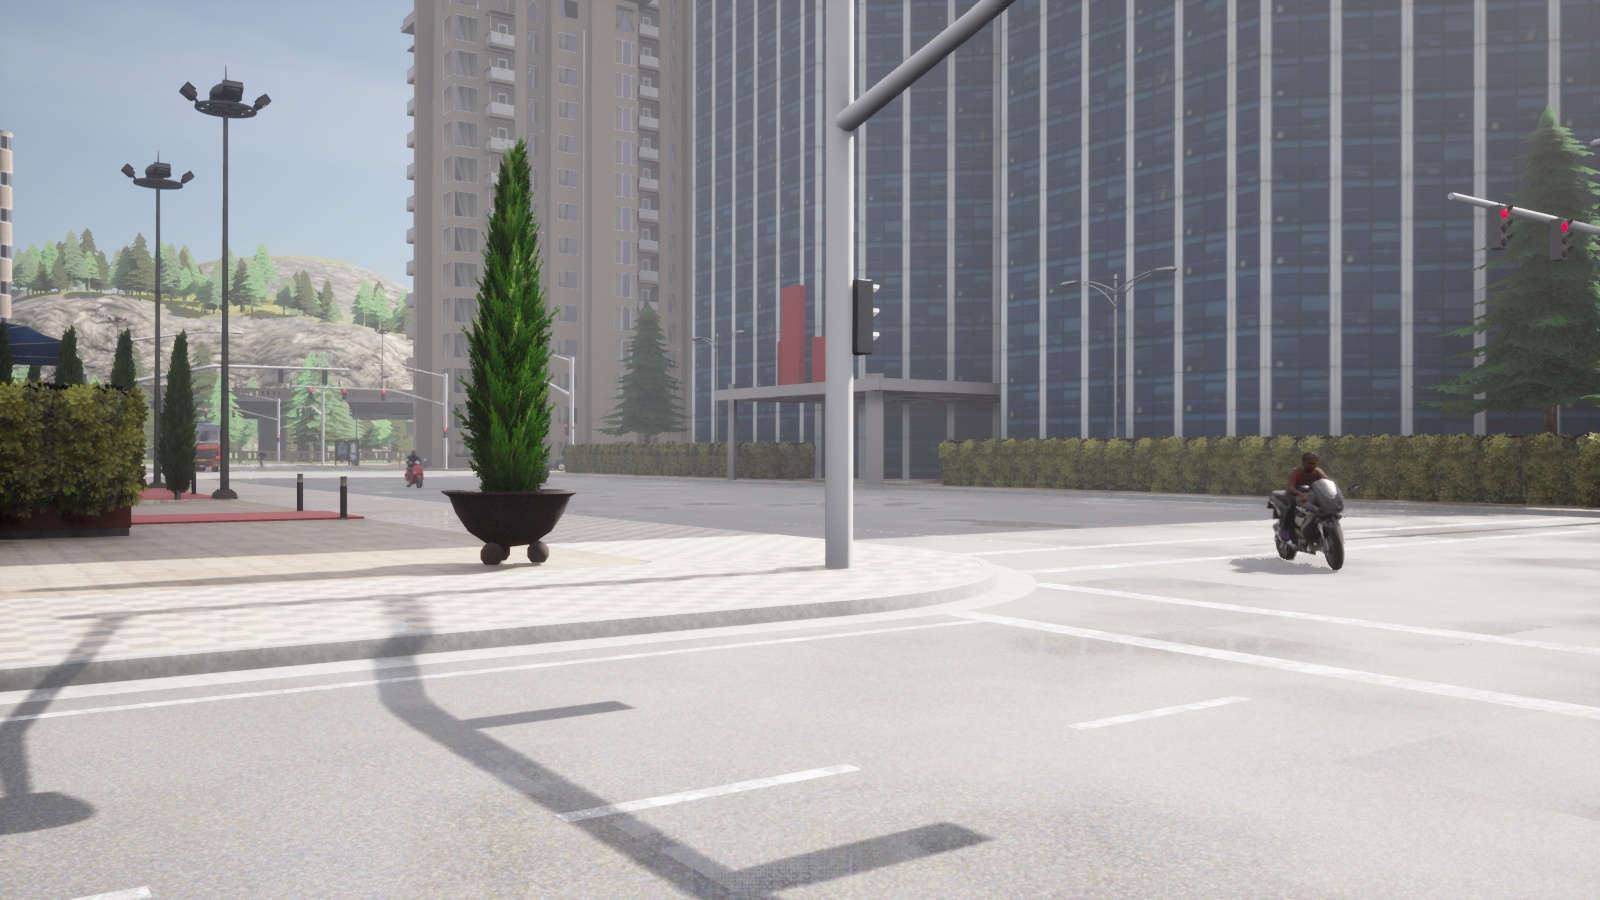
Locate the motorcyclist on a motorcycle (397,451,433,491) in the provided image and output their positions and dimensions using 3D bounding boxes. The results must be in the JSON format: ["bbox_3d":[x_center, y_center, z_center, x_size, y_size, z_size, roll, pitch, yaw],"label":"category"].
[{"bbox_3d":[-15.795,0.858,51.517,0.866,1.590,1.817,0,0,-35],"label":"motorcyclist on a motorcycle"}]

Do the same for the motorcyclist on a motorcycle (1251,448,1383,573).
[{"bbox_3d":[6.782,0.753,16.609,0.797,1.523,2.044,-3,0,-1],"label":"motorcyclist on a motorcycle"}]
